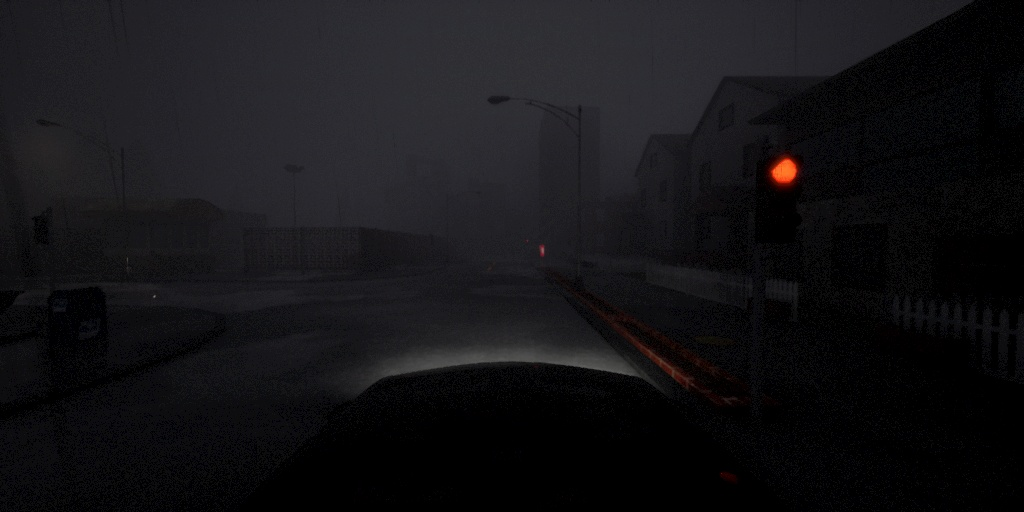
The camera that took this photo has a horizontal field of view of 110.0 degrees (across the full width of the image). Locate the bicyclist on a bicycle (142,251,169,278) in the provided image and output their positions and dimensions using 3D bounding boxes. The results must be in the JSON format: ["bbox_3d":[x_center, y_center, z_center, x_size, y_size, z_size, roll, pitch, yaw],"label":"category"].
[{"bbox_3d":[-21.737,0.491,21.871,0.582,1.620,1.656,0,2,0],"label":"bicyclist on a bicycle"}]
